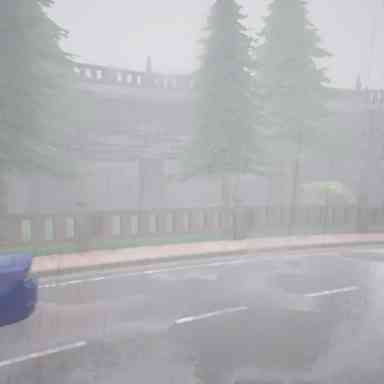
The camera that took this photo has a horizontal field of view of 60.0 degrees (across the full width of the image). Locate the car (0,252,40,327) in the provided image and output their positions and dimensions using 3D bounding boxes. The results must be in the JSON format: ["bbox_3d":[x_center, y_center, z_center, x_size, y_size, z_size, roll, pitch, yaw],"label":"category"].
[{"bbox_3d":[-4.821,1.482,4.487,5.008,1.535,1.882,-1,0,-35],"label":"car"}]
